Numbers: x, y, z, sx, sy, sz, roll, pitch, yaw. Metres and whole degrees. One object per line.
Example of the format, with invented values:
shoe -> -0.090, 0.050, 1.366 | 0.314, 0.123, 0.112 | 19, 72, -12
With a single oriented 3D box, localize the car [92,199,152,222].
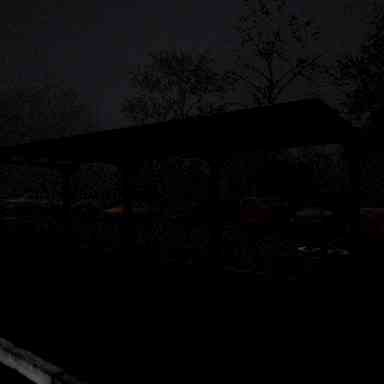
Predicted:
car -> -4.780, 1.413, 25.813 | 1.946, 1.575, 5.366 | 0, 0, 35

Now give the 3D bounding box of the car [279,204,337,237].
car -> 6.654, 1.526, 17.948 | 2.002, 1.452, 4.674 | 0, 0, 35

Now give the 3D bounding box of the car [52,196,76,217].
car -> -9.200, 1.389, 29.175 | 2.231, 1.521, 4.892 | 0, 0, 35

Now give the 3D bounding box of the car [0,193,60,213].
car -> -16.018, 1.095, 33.955 | 2.435, 2.045, 5.566 | 0, 0, 35

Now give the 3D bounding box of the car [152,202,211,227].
car -> -0.157, 1.473, 22.734 | 2.163, 1.488, 4.792 | 0, 0, 35

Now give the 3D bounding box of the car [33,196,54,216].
car -> -11.467, 1.374, 30.777 | 2.097, 1.535, 5.008 | 0, 0, 35

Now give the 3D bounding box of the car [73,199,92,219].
car -> -6.922, 1.432, 27.591 | 2.163, 1.488, 4.792 | 0, 0, 35

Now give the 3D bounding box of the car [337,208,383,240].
car -> 8.920, 1.500, 16.342 | 2.097, 1.535, 5.008 | 0, 0, 35

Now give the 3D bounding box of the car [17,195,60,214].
car -> -13.733, 1.360, 32.380 | 2.097, 1.535, 5.008 | 0, 0, 35

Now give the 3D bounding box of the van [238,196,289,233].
van -> 4.459, 1.246, 19.647 | 1.878, 1.987, 4.442 | 0, 0, 35

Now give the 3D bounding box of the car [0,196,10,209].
car -> -25.082, 1.308, 40.367 | 2.163, 1.488, 4.792 | 1, 0, 35
